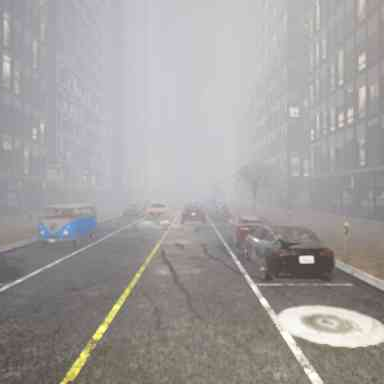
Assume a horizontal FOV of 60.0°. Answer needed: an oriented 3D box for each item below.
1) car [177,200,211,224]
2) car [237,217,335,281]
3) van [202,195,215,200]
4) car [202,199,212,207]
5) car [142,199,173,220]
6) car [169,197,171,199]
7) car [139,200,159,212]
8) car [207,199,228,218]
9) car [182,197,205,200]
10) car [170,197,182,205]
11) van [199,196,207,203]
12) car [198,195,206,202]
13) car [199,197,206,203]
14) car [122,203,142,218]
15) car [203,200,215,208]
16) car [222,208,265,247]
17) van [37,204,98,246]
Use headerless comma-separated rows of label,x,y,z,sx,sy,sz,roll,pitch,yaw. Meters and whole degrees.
car,0.117,1.694,27.103,2.163,1.488,4.792,0,-1,0
car,2.694,1.638,9.881,1.947,1.339,4.313,0,0,0
van,2.718,1.672,49.763,1.690,1.788,3.998,0,0,0
car,2.724,1.977,61.156,1.802,1.307,4.206,0,0,0
car,-3.080,1.693,30.801,1.882,1.535,5.008,0,0,0
car,-5.638,2.124,89.650,1.802,1.307,4.206,0,0,0
car,-5.666,1.850,44.070,2.008,1.369,4.403,0,0,0
car,2.708,1.754,32.840,1.752,1.417,4.829,0,0,0
car,0.122,1.790,42.187,2.163,1.488,4.792,0,0,0
car,-2.959,1.969,71.294,1.994,1.385,4.181,0,0,0
van,2.738,1.857,83.947,1.690,1.788,3.998,0,0,0
car,2.745,1.880,95.342,2.192,1.841,5.009,0,0,0
car,2.742,2.086,89.644,1.887,1.381,4.507,0,0,0
car,-5.673,1.779,32.676,2.008,1.369,4.403,0,0,0
car,2.721,1.945,55.459,1.802,1.307,4.206,0,0,0
car,2.697,1.657,15.579,1.887,1.381,4.507,0,0,0
van,-5.684,1.454,15.586,1.690,1.788,3.998,0,0,0
